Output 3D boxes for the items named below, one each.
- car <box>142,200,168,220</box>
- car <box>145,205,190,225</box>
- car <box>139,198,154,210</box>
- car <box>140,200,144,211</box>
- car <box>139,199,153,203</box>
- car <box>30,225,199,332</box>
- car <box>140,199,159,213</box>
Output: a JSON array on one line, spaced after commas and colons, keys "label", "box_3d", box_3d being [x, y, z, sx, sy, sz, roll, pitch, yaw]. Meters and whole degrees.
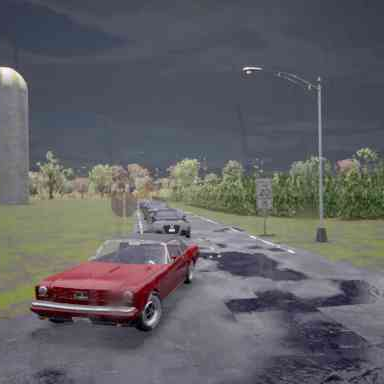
[{"label": "car", "box_3d": [-2.235, 1.600, 23.438, 2.128, 1.511, 4.902, -1, 0, -10]}, {"label": "car", "box_3d": [-1.294, 1.648, 17.789, 1.994, 1.385, 4.181, -1, 0, -10]}, {"label": "car", "box_3d": [-6.608, 1.693, 48.172, 1.882, 1.535, 5.008, -1, 0, -10]}, {"label": "car", "box_3d": [-3.332, 1.699, 29.862, 1.994, 1.385, 4.181, -1, 0, -10]}, {"label": "car", "box_3d": [-4.357, 1.708, 35.729, 2.033, 1.411, 5.357, -1, 0, -10]}, {"label": "car", "box_3d": [-1.192, 1.653, 7.193, 1.895, 1.301, 4.718, 0, 0, 13]}, {"label": "car", "box_3d": [-5.496, 1.680, 42.084, 2.128, 1.511, 4.902, -1, 0, -10]}]
